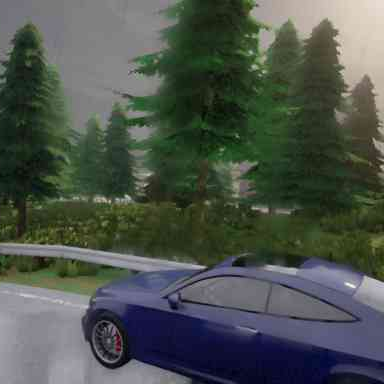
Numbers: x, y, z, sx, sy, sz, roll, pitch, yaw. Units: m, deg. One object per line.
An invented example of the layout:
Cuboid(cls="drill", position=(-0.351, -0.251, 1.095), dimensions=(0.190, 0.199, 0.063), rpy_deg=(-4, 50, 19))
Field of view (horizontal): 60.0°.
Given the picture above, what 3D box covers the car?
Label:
Cuboid(cls="car", position=(0.734, 1.499, 4.112), dimensions=(4.674, 1.442, 1.812), rpy_deg=(1, 1, 31))
